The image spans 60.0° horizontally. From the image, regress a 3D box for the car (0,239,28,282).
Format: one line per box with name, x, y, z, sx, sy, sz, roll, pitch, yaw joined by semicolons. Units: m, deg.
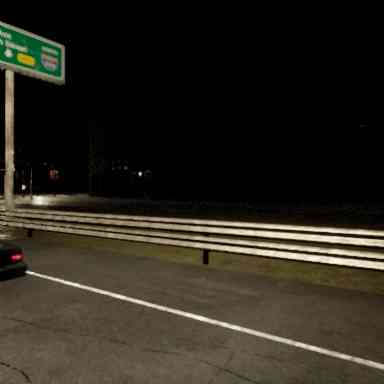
car;-6.357;1.541;8.534;5.357;1.411;2.033;0;0;36
